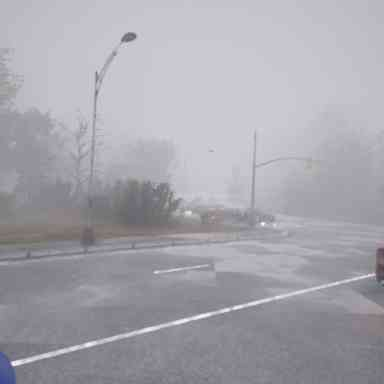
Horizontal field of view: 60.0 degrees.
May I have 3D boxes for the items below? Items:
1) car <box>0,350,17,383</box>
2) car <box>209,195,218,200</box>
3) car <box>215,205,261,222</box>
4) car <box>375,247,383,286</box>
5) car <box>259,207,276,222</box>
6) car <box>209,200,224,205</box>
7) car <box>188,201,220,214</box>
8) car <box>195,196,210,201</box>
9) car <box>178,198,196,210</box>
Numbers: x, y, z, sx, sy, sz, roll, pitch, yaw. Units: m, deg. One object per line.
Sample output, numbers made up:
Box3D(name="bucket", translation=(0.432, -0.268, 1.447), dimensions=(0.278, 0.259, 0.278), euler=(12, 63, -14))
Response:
Box3D(name="car", translation=(-3.460, 1.459, 1.275), dimensions=(5.008, 1.535, 1.882), euler=(0, 0, -35))
Box3D(name="car", translation=(5.078, 1.494, 78.549), dimensions=(2.033, 1.411, 5.357), euler=(2, 2, -1))
Box3D(name="car", translation=(4.596, 2.351, 33.984), dimensions=(1.895, 1.301, 4.718), euler=(3, -1, -23))
Box3D(name="car", translation=(6.647, 1.699, 8.570), dimensions=(5.008, 1.535, 1.882), euler=(2, -1, -37))
Box3D(name="car", translation=(7.287, 2.426, 36.657), dimensions=(1.837, 1.490, 4.892), euler=(3, -1, -21))
Box3D(name="car", translation=(3.818, 2.335, 45.871), dimensions=(2.033, 1.411, 5.357), euler=(3, 0, -18))
Box3D(name="car", translation=(1.445, 2.234, 42.186), dimensions=(1.994, 1.385, 4.181), euler=(3, 0, -19))
Box3D(name="car", translation=(1.111, 1.989, 55.901), dimensions=(1.837, 1.490, 4.892), euler=(3, 2, -12))
Box3D(name="car", translation=(-1.458, 1.927, 51.749), dimensions=(2.128, 1.511, 4.902), euler=(3, 1, -15))
